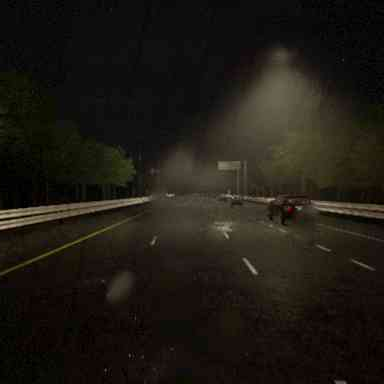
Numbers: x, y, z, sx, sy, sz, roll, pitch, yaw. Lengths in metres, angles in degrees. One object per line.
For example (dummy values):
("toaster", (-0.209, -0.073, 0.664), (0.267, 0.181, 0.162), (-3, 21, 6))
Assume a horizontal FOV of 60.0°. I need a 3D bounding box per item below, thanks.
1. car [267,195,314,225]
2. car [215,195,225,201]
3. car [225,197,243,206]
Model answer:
("car", (7.041, 1.233, 24.222), (2.150, 2.045, 5.566), (0, 0, 0))
("car", (7.395, 1.581, 81.683), (2.033, 1.411, 5.357), (0, 0, 1))
("car", (7.182, 1.580, 54.529), (2.033, 1.411, 5.357), (0, 0, 0))
